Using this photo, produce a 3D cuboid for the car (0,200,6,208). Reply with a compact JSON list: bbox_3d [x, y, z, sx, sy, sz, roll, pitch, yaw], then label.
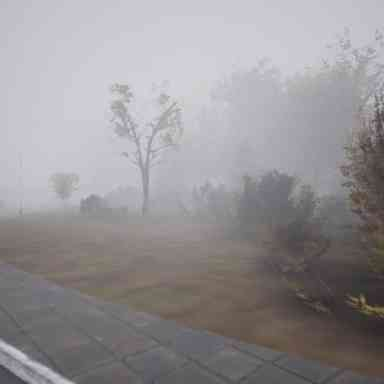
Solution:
[{"bbox_3d":[-33.401,2.028,56.542,1.837,1.490,4.892,1,0,-6],"label":"car"}]
